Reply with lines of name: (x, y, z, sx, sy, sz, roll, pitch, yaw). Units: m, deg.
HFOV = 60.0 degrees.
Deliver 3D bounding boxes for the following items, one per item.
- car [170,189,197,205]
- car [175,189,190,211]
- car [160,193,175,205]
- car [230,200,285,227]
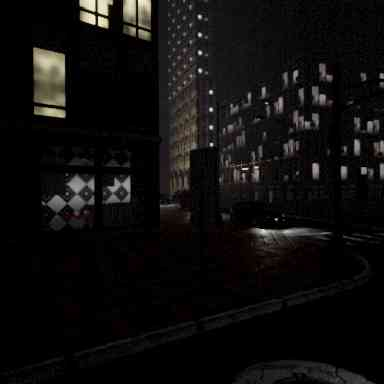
car: (-1.269, 0.652, 46.494, 2.150, 2.045, 5.566, -1, 1, -18)
car: (0.403, 0.873, 32.406, 2.150, 2.045, 5.566, -1, 1, -19)
car: (-4.268, 0.951, 46.197, 1.837, 1.490, 4.892, -1, 1, -19)
car: (4.106, 1.313, 21.553, 1.837, 1.490, 4.892, -1, 1, -19)
